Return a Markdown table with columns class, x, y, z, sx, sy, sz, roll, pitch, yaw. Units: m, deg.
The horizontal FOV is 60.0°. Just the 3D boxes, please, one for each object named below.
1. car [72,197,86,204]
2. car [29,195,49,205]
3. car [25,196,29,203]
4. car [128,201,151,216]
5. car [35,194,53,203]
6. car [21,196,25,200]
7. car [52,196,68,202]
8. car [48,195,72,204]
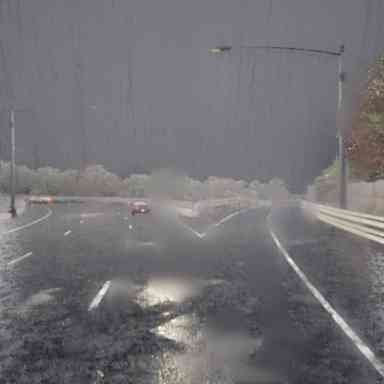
| class | x | y | z | sx | sy | sz | roll | pitch | yaw |
| --- | --- | --- | --- | --- | --- | --- | --- | --- | --- |
| car | -23.794 | 1.693 | 68.936 | 2.033 | 1.411 | 5.357 | 0 | 0 | -40 |
| car | -29.922 | 1.792 | 65.404 | 1.895 | 1.301 | 4.718 | 0 | 0 | -40 |
| car | -31.696 | 1.571 | 67.629 | 2.097 | 1.767 | 4.553 | 0 | 0 | -40 |
| car | -5.230 | 1.571 | 33.025 | 1.812 | 1.442 | 4.674 | 0 | 0 | -17 |
| car | -33.146 | 1.412 | 74.582 | 4.553 | 1.767 | 2.097 | 0 | 0 | 45 |
| car | -35.744 | 1.600 | 72.236 | 4.902 | 1.511 | 2.128 | 0 | 0 | 45 |
| car | -30.588 | 1.592 | 76.970 | 4.181 | 1.385 | 1.994 | 0 | 0 | 45 |
| car | -26.464 | 1.703 | 66.685 | 2.128 | 1.511 | 4.902 | 0 | 0 | -40 |
